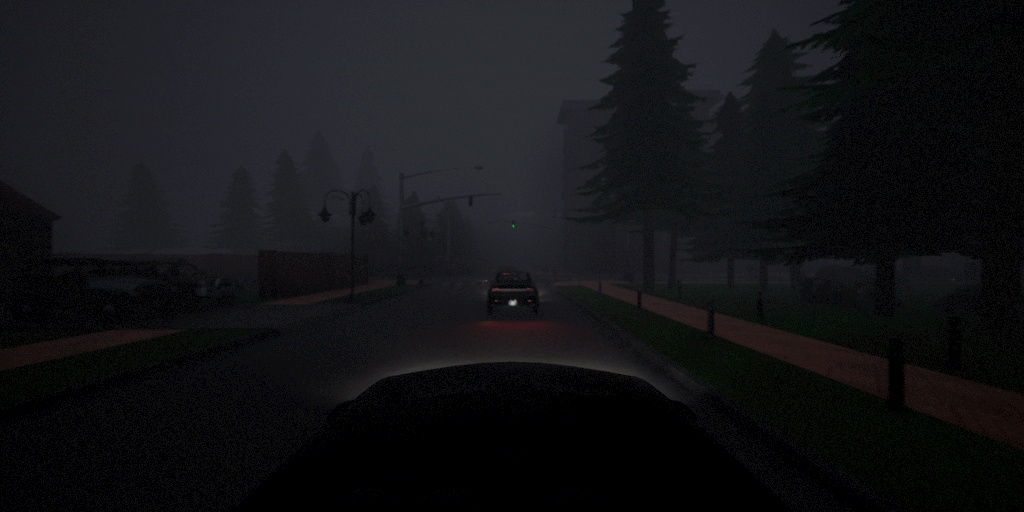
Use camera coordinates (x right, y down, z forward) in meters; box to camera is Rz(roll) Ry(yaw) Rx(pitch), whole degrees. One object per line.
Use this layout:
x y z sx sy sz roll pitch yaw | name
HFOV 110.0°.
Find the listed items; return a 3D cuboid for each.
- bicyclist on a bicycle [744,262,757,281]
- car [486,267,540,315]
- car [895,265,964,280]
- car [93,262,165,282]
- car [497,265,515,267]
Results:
20.127 1.308 30.265 0.582 1.620 1.656 0 -1 1 | bicyclist on a bicycle
0.052 1.348 14.146 2.128 1.511 4.902 0 0 1 | car
39.405 1.562 33.735 4.674 1.442 1.812 0 0 1 | car
-37.669 1.577 35.332 4.674 1.442 1.812 0 0 2 | car
-0.517 1.495 29.146 1.837 1.490 4.892 0 0 -7 | car
